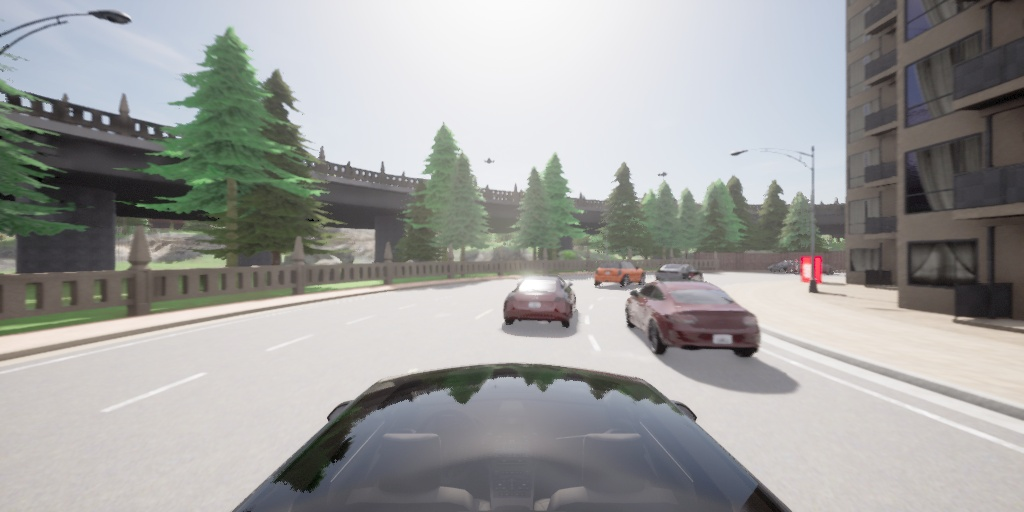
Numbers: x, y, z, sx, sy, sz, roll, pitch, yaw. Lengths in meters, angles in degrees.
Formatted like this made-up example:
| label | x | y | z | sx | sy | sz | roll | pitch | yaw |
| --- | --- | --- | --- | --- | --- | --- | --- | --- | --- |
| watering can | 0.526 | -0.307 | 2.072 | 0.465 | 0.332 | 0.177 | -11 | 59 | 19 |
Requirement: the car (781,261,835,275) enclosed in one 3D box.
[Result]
| label | x | y | z | sx | sy | sz | roll | pitch | yaw |
| --- | --- | --- | --- | --- | --- | --- | --- | --- | --- |
| car | 32.304 | 1.344 | 38.858 | 4.181 | 1.385 | 1.994 | 0 | 0 | -2 |

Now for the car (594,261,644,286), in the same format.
| label | x | y | z | sx | sy | sz | roll | pitch | yaw |
| --- | --- | --- | --- | --- | --- | --- | --- | --- | --- |
| car | 7.511 | 1.119 | 24.713 | 2.097 | 1.767 | 4.553 | 0 | 0 | 40 |

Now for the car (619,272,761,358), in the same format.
| label | x | y | z | sx | sy | sz | roll | pitch | yaw |
| --- | --- | --- | --- | --- | --- | --- | --- | --- | --- |
| car | 3.922 | 1.282 | 8.477 | 1.812 | 1.442 | 4.674 | 0 | 0 | 7 |

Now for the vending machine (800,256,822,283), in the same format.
| label | x | y | z | sx | sy | sz | roll | pitch | yaw |
| --- | --- | --- | --- | --- | --- | --- | --- | --- | --- |
| vending machine | 20.826 | 0.964 | 24.966 | 0.880 | 2.100 | 1.100 | 0 | 0 | -25 |

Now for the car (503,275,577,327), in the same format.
| label | x | y | z | sx | sy | sz | roll | pitch | yaw |
| --- | --- | --- | --- | --- | --- | --- | --- | --- | --- |
| car | 1.035 | 1.320 | 11.770 | 1.994 | 1.385 | 4.181 | 0 | 0 | 12 |

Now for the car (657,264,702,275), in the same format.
| label | x | y | z | sx | sy | sz | roll | pitch | yaw |
| --- | --- | --- | --- | --- | --- | --- | --- | --- | --- |
| car | 10.954 | 1.260 | 23.399 | 2.128 | 1.511 | 4.902 | 0 | 0 | 42 |

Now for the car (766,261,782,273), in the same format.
| label | x | y | z | sx | sy | sz | roll | pitch | yaw |
| --- | --- | --- | --- | --- | --- | --- | --- | --- | --- |
| car | 32.783 | 1.275 | 42.373 | 4.902 | 1.511 | 2.128 | 0 | 0 | -1 |
